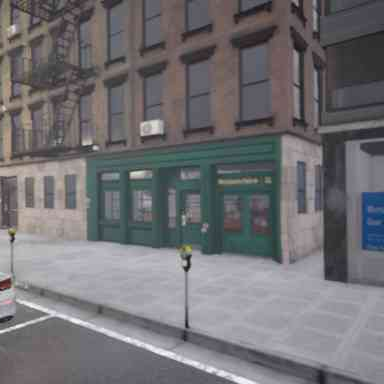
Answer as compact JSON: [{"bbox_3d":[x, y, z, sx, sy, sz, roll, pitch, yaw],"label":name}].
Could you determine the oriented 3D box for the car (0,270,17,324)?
[{"bbox_3d":[-4.922,1.607,5.957,4.674,1.442,1.812,-1,0,36],"label":"car"}]
